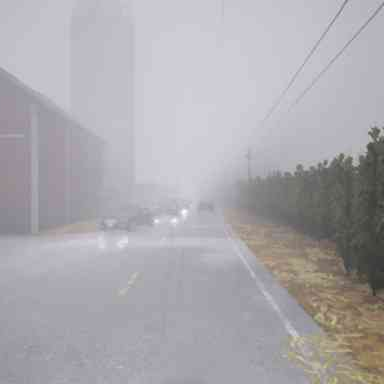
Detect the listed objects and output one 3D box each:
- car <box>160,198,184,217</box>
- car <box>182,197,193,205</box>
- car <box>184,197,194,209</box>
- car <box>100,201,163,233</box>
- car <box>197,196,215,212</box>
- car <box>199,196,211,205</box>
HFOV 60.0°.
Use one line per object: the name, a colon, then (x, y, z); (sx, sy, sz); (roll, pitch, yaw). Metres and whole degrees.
car: (-2.286, 1.376, 31.751); (2.097, 1.767, 4.553); (0, 0, 4)
car: (-0.732, 1.569, 60.156); (1.812, 1.442, 4.674); (0, 0, 0)
car: (-1.360, 1.525, 45.334); (2.128, 1.511, 4.902); (0, 0, 4)
car: (-3.743, 1.507, 20.075); (2.128, 1.511, 4.902); (0, 0, 15)
car: (1.667, 1.506, 39.454); (1.882, 1.535, 5.008); (0, 0, 4)
car: (2.436, 1.539, 63.550); (2.128, 1.511, 4.902); (0, 0, -1)
